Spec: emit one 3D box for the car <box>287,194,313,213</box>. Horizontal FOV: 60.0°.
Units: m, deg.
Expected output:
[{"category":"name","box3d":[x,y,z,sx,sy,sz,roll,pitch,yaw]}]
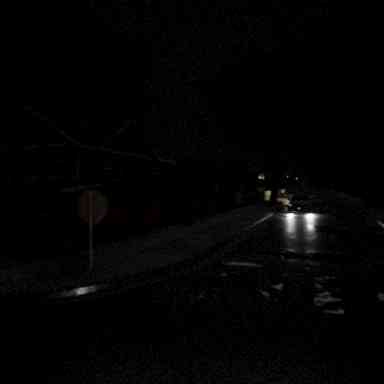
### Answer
[{"category":"car","box3d":[9.152,0.946,28.054,1.812,1.442,4.674,-1,1,21]}]
